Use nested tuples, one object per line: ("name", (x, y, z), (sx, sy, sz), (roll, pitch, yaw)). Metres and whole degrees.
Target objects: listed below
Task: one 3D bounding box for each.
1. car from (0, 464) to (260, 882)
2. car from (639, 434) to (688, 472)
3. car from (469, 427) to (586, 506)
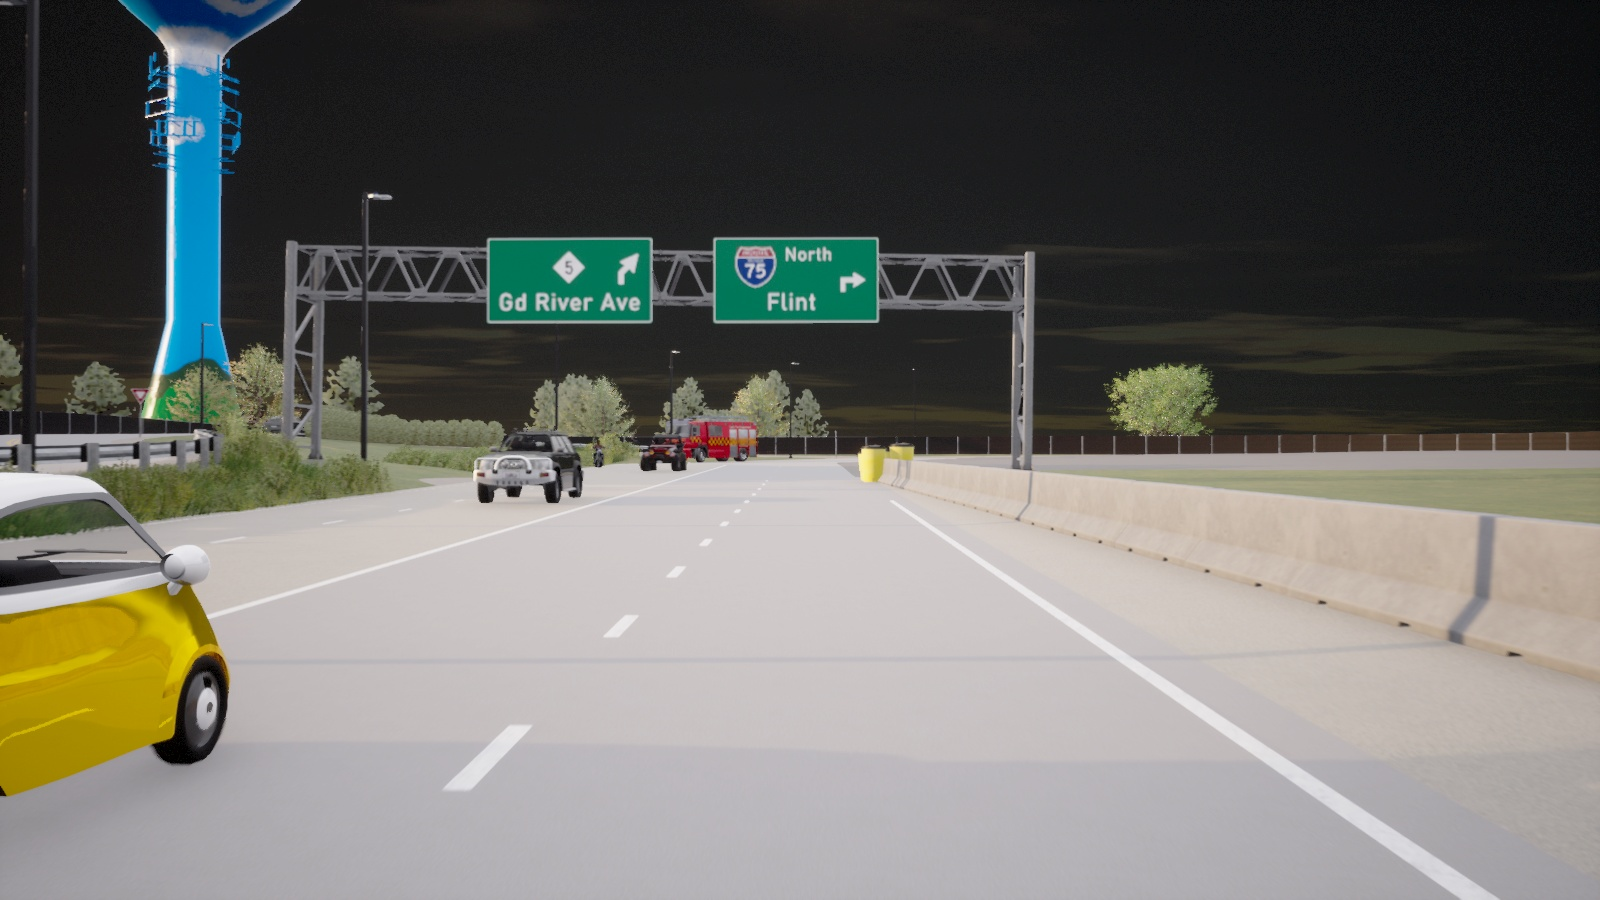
("car", (-3.455, 0.770, 5.190), (1.481, 1.376, 2.207), (0, 1, 0))
("car", (-6.988, 0.134, 64.680), (1.905, 1.878, 3.866), (0, 0, 3))
("car", (-6.800, 0.365, 31.793), (1.932, 1.855, 4.605), (0, 0, 0))
